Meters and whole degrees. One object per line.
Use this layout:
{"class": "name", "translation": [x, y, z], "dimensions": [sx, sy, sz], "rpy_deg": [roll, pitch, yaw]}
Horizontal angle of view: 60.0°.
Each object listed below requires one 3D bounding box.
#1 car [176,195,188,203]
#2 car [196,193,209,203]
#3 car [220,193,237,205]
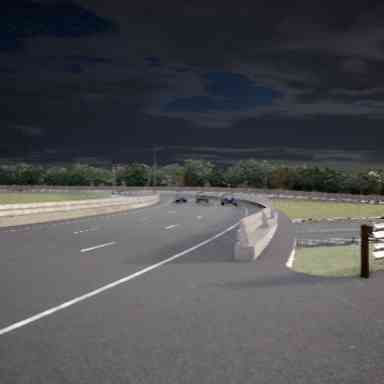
{"class": "car", "translation": [-1.666, 1.076, 53.573], "dimensions": [1.895, 1.301, 4.718], "rpy_deg": [0, 1, -1]}
{"class": "car", "translation": [1.712, 0.981, 55.530], "dimensions": [1.837, 1.490, 4.892], "rpy_deg": [1, 1, -2]}
{"class": "car", "translation": [5.171, 0.927, 47.350], "dimensions": [2.097, 1.767, 4.553], "rpy_deg": [0, 1, 2]}
